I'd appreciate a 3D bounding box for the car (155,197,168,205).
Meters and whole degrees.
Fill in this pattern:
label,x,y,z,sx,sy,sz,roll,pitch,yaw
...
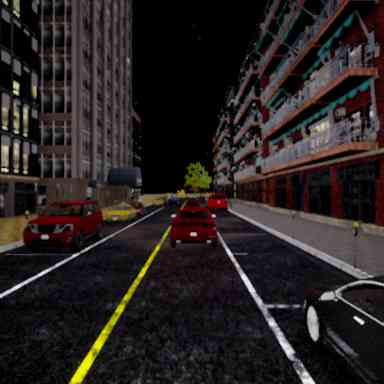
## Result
label,x,y,z,sx,sy,sz,roll,pitch,yaw
car,-5.316,1.547,58.798,1.947,1.339,4.313,0,0,0

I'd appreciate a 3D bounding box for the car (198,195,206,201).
label,x,y,z,sx,sy,sz,roll,pitch,yaw
car,2.563,1.520,86.424,2.008,1.369,4.403,0,0,0

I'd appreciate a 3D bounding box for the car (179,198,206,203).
label,x,y,z,sx,sy,sz,roll,pitch,yaw
car,0.073,1.519,29.867,1.812,1.442,4.674,0,0,0

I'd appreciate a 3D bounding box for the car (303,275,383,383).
label,x,y,z,sx,sy,sz,roll,pitch,yaw
car,2.567,1.550,3.521,2.008,1.369,4.403,0,0,0

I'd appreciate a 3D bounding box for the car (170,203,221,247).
label,x,y,z,sx,sy,sz,roll,pitch,yaw
car,0.077,1.475,15.098,1.882,1.535,5.008,0,0,0

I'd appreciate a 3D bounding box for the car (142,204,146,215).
label,x,y,z,sx,sy,sz,roll,pitch,yaw
car,-5.315,1.574,31.133,1.802,1.307,4.206,0,0,0

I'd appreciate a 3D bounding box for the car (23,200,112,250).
label,x,y,z,sx,sy,sz,roll,pitch,yaw
car,-5.313,1.312,14.533,2.192,1.841,5.009,0,0,0

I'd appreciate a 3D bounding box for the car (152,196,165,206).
label,x,y,z,sx,sy,sz,roll,pitch,yaw
car,-5.315,1.509,53.095,1.752,1.417,4.829,0,0,0

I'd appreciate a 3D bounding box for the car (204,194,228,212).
label,x,y,z,sx,sy,sz,roll,pitch,yaw
car,2.979,1.218,39.478,2.150,2.045,5.566,0,0,0

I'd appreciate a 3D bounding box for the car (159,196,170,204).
label,x,y,z,sx,sy,sz,roll,pitch,yaw
car,-5.316,1.504,64.161,1.752,1.417,4.829,0,0,0

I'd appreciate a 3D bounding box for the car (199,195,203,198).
label,x,y,z,sx,sy,sz,roll,pitch,yaw
car,2.563,1.554,80.898,1.802,1.307,4.206,0,0,0

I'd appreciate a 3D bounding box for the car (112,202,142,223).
label,x,y,z,sx,sy,sz,roll,pitch,yaw
car,-5.314,1.520,25.430,1.752,1.417,4.829,0,0,0

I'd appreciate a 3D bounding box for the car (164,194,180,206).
label,x,y,z,sx,sy,sz,roll,pitch,yaw
car,-2.819,1.531,53.190,2.033,1.411,5.357,0,0,0
